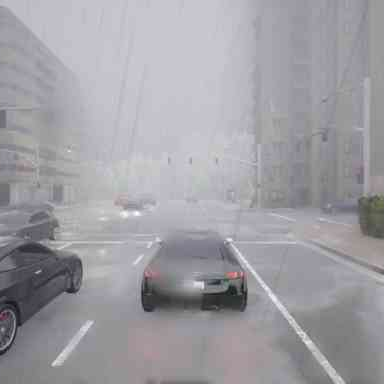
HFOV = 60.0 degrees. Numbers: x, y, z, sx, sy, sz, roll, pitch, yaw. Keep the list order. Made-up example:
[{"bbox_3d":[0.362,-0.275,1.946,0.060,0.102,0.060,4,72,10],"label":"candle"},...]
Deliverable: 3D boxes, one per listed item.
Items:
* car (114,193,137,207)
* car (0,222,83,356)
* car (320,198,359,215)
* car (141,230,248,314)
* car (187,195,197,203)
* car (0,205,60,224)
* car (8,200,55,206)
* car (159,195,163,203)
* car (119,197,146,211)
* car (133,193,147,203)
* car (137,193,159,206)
[{"bbox_3d":[-10.712,1.221,52.759,2.150,2.045,5.566,0,0,1],"label":"car"},{"bbox_3d":[-3.462,1.526,5.888,1.812,1.442,4.674,0,0,0],"label":"car"},{"bbox_3d":[15.502,1.352,33.736,4.553,1.767,2.097,0,0,1],"label":"car"},{"bbox_3d":[0.046,1.564,7.692,1.994,1.385,4.181,0,0,0],"label":"car"},{"bbox_3d":[-0.071,1.352,69.733,2.097,1.767,4.553,0,0,0],"label":"car"},{"bbox_3d":[-7.134,1.505,13.881,1.837,1.490,4.892,0,0,0],"label":"car"},{"bbox_3d":[-16.773,1.526,34.688,4.674,1.442,1.812,0,1,-21],"label":"car"},{"bbox_3d":[-7.172,1.470,70.738,2.128,1.511,4.902,0,0,0],"label":"car"},{"bbox_3d":[-7.200,1.601,40.984,1.895,1.301,4.718,0,0,0],"label":"car"},{"bbox_3d":[-10.667,1.202,68.659,2.150,2.045,5.566,0,0,0],"label":"car"},{"bbox_3d":[-7.243,1.221,55.260,2.150,2.045,5.566,0,0,-1],"label":"car"}]
